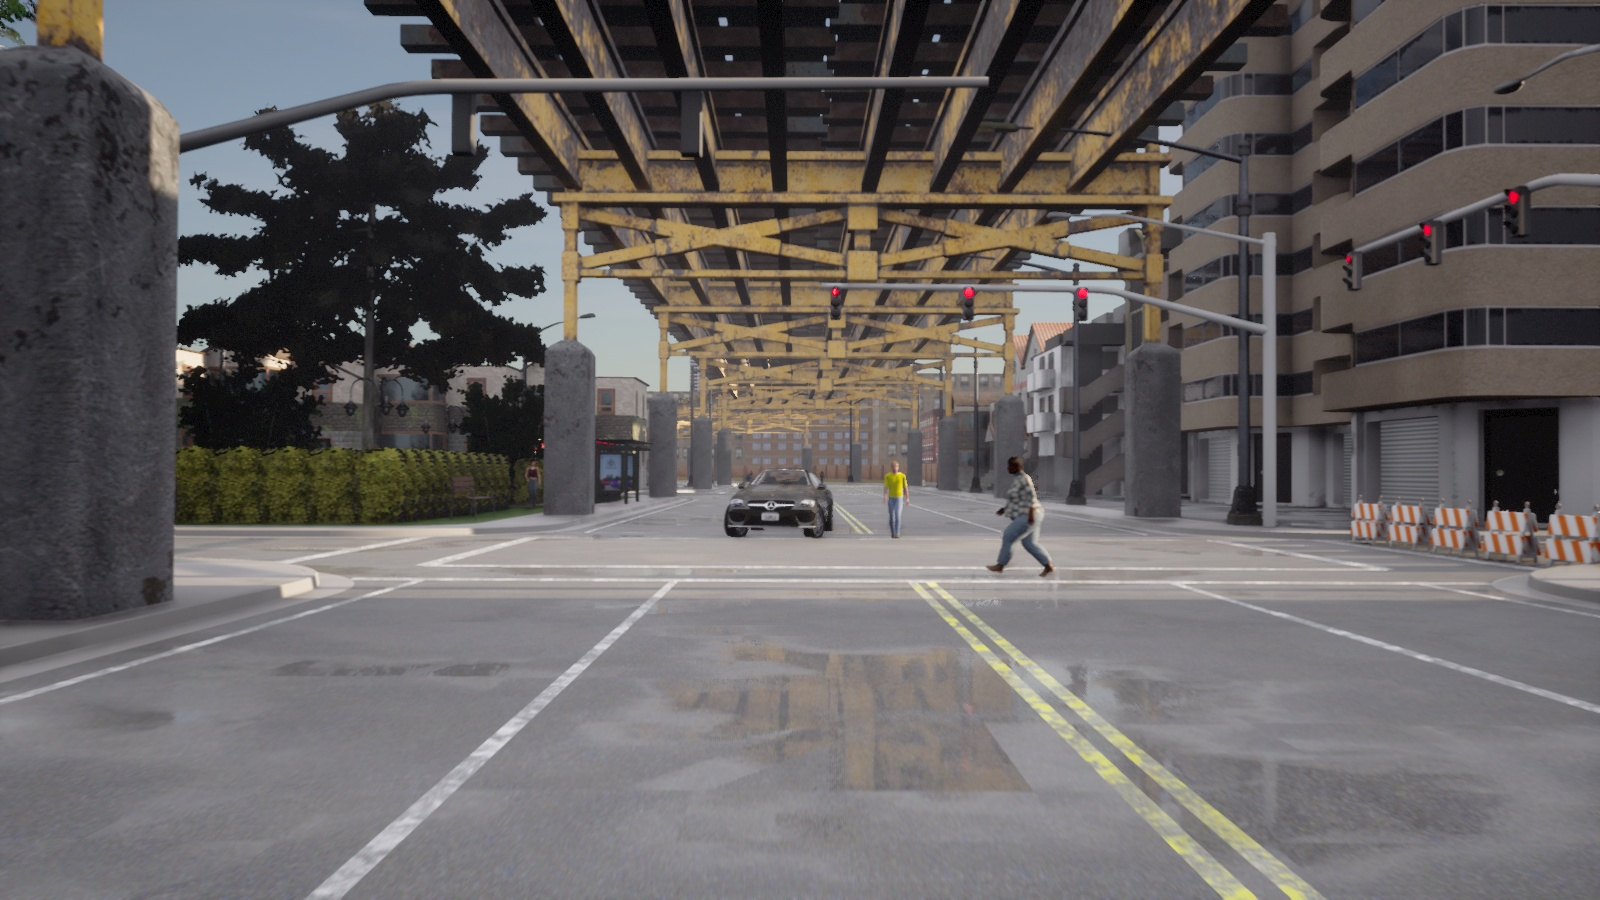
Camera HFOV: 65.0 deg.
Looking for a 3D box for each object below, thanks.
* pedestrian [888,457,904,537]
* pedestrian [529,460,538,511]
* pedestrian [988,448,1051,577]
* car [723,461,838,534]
[{"bbox_3d":[2.215,1.087,29.087,0.354,1.836,0.706,0,-1,5],"label":"pedestrian"},{"bbox_3d":[-9.713,1.276,45.781,0.345,1.836,0.594,0,-1,-11],"label":"pedestrian"},{"bbox_3d":[3.256,0.908,18.630,0.900,1.855,0.874,0,-1,10],"label":"pedestrian"},{"bbox_3d":[-0.373,1.108,31.036,2.152,1.651,5.027,0,-1,7],"label":"car"}]
